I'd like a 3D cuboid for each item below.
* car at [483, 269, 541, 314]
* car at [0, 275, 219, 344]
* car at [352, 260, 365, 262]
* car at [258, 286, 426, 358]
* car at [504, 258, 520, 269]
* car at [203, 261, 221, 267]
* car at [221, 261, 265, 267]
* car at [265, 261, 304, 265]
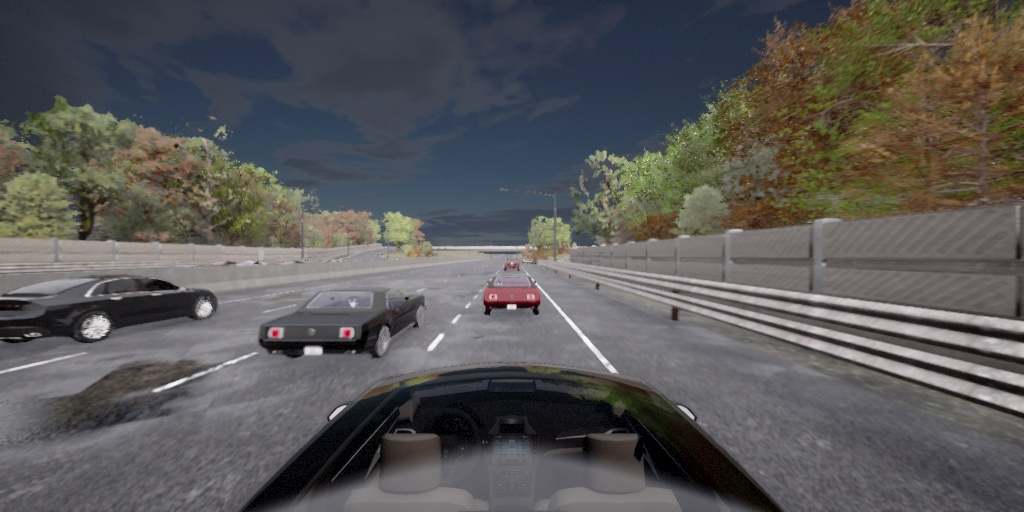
[{"bbox_3d":[-0.003,1.335,13.634,1.895,1.301,4.718,0,0,0],"label":"car"},{"bbox_3d":[-10.400,1.243,9.582,1.837,1.490,4.892,0,0,0],"label":"car"},{"bbox_3d":[-21.062,1.283,49.330,2.033,1.411,5.357,0,0,1],"label":"car"},{"bbox_3d":[-3.399,1.341,8.371,1.895,1.301,4.718,0,0,0],"label":"car"},{"bbox_3d":[-0.007,1.089,50.177,2.097,1.767,4.553,0,0,0],"label":"car"},{"bbox_3d":[-31.524,1.255,39.077,1.812,1.442,4.674,0,1,0],"label":"car"},{"bbox_3d":[-28.037,1.254,38.358,1.812,1.442,4.674,0,0,1],"label":"car"},{"bbox_3d":[-24.530,1.256,39.691,1.812,1.442,4.674,0,1,0],"label":"car"}]
